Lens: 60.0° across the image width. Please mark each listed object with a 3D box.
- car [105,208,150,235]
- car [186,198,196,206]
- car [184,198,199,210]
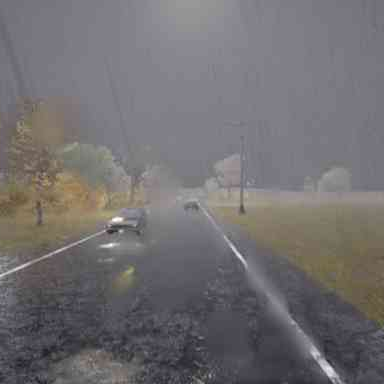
[{"bbox_3d":[-3.663,1.671,19.886,2.033,1.411,5.357,0,0,0],"label":"car"},{"bbox_3d":[-0.129,1.867,64.072,1.837,1.490,4.892,0,0,0],"label":"car"},{"bbox_3d":[-0.059,1.777,47.548,1.837,1.490,4.892,0,0,0],"label":"car"}]
